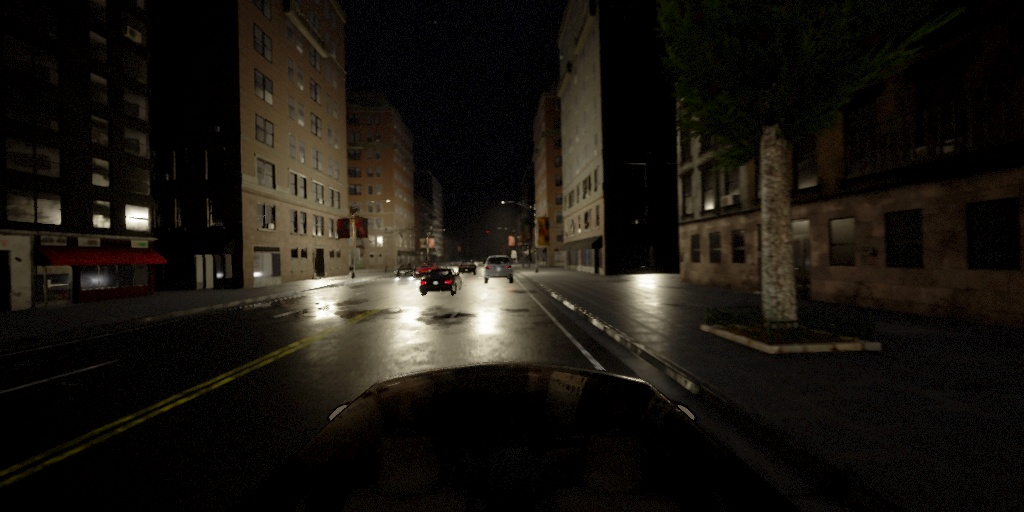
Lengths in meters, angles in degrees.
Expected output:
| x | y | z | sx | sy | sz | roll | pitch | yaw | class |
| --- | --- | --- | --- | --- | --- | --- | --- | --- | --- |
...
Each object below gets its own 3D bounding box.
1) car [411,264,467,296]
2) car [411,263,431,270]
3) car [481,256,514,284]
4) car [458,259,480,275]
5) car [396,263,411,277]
| x | y | z | sx | sy | sz | roll | pitch | yaw | class |
| --- | --- | --- | --- | --- | --- | --- | --- | --- | --- |
| -3.936 | 1.395 | 20.387 | 2.033 | 1.411 | 5.357 | -1 | 0 | -3 | car |
| -8.061 | 1.472 | 34.803 | 1.812 | 1.442 | 4.674 | -1 | 0 | -2 | car |
| -1.063 | 1.002 | 28.102 | 2.150 | 2.045 | 5.566 | -1 | 0 | -3 | car |
| -4.888 | 1.351 | 40.070 | 1.882 | 1.535 | 5.008 | -1 | -1 | -3 | car |
| -11.528 | 1.534 | 39.972 | 1.837 | 1.490 | 4.892 | -1 | 0 | -2 | car |
